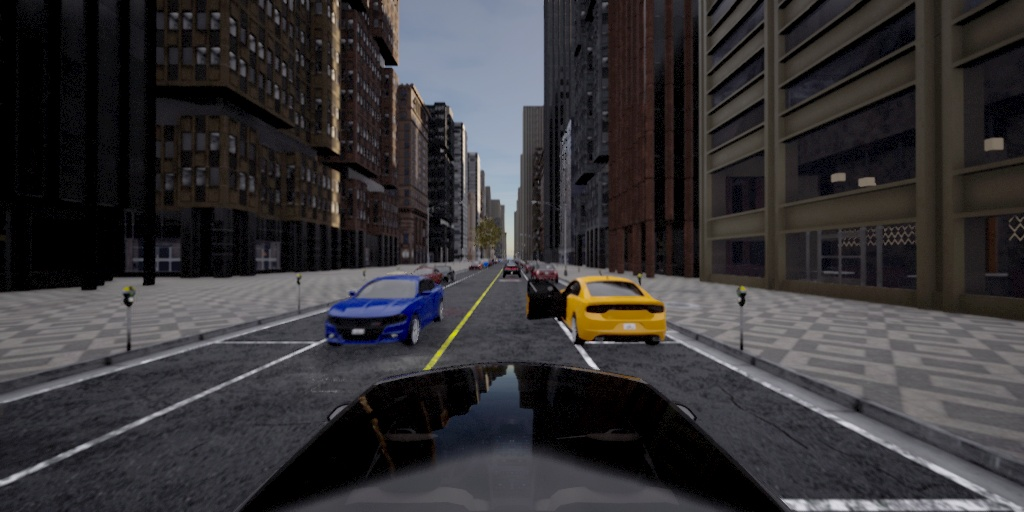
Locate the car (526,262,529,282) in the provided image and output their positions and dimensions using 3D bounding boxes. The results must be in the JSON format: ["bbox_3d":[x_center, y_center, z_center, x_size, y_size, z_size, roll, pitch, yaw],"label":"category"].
[{"bbox_3d":[2.702,1.501,35.499,1.948,1.339,4.313,0,0,0],"label":"car"}]

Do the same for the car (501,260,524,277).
[{"bbox_3d":[0.004,1.456,38.365,1.837,1.490,4.892,0,-1,0],"label":"car"}]

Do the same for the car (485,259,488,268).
[{"bbox_3d":[-5.875,1.653,63.865,2.007,1.370,4.403,0,0,0],"label":"car"}]

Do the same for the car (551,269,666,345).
[{"bbox_3d":[2.346,1.269,9.645,1.882,1.535,5.008,0,0,0],"label":"car"}]

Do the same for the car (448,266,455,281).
[{"bbox_3d":[-5.813,1.469,29.801,1.948,1.339,4.313,0,0,0],"label":"car"}]

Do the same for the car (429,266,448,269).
[{"bbox_3d":[-5.803,1.416,24.124,1.888,1.381,4.507,0,0,0],"label":"car"}]

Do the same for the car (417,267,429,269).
[{"bbox_3d":[-5.792,1.365,18.277,1.751,1.417,4.829,0,0,0],"label":"car"}]

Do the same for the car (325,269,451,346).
[{"bbox_3d":[-3.114,1.270,9.745,1.882,1.535,5.008,0,0,0],"label":"car"}]

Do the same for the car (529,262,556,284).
[{"bbox_3d":[2.712,1.342,29.821,1.967,1.591,4.097,0,0,0],"label":"car"}]

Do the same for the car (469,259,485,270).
[{"bbox_3d":[-5.865,1.509,58.187,1.967,1.591,4.097,0,0,0],"label":"car"}]

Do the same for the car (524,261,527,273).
[{"bbox_3d":[2.681,1.441,46.854,1.967,1.591,4.097,0,0,0],"label":"car"}]
